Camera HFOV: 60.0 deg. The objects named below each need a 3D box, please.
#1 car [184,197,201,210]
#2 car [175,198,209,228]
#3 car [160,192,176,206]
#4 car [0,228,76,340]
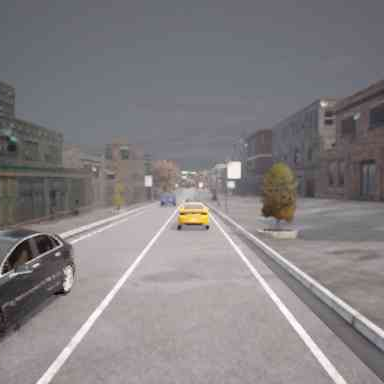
[{"bbox_3d":[0.030,1.415,41.175,2.033,1.411,5.357,0,0,0],"label":"car"},{"bbox_3d":[0.087,1.407,21.395,1.882,1.535,5.008,0,0,0],"label":"car"},{"bbox_3d":[-3.537,1.076,50.567,2.150,2.045,5.566,0,0,0],"label":"car"},{"bbox_3d":[-3.601,1.495,5.883,1.837,1.490,4.892,0,0,0],"label":"car"}]
